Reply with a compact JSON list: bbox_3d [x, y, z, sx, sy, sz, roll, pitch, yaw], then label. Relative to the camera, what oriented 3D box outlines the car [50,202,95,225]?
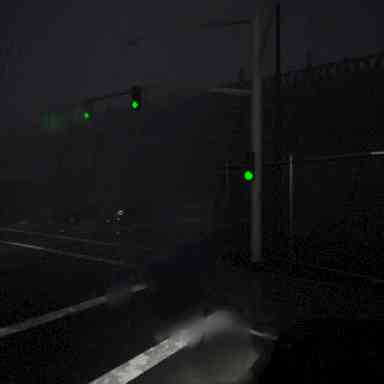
[{"bbox_3d":[-8.188,1.524,25.166,1.882,1.535,5.008,0,0,35],"label":"car"}]

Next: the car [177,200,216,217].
[{"bbox_3d":[1.065,1.526,32.133,1.882,1.535,5.008,0,0,35],"label":"car"}]

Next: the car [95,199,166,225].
[{"bbox_3d":[-4.402,1.400,24.447,2.097,1.767,4.553,0,0,35],"label":"car"}]

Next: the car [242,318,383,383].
[{"bbox_3d":[2.931,1.548,1.876,5.357,1.411,2.033,0,0,36],"label":"car"}]

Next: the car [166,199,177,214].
[{"bbox_3d":[-2.680,1.524,32.909,1.882,1.535,5.008,0,0,35],"label":"car"}]
